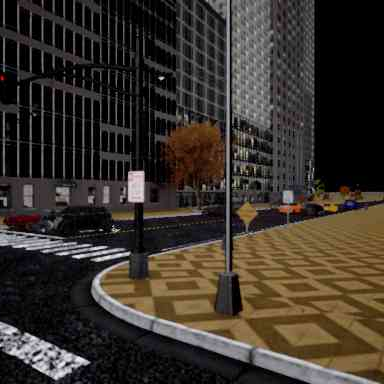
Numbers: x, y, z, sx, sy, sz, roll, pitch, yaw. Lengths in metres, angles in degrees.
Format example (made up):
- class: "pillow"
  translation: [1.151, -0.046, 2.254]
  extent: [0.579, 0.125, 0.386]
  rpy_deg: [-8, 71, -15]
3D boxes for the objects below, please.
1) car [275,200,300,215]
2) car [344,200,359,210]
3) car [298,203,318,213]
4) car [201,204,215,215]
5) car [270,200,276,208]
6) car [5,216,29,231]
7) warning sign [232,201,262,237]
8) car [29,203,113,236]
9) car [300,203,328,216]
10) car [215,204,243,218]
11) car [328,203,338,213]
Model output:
- class: "car"
  translation: [13.738, 2.193, 46.277]
  extent: [2.097, 1.767, 4.553]
  rpy_deg: [0, -1, 33]
- class: "car"
  translation: [31.475, 2.528, 65.773]
  extent: [2.150, 2.045, 5.566]
  rpy_deg: [0, -1, 33]
- class: "car"
  translation: [19.142, 2.566, 54.746]
  extent: [2.033, 1.411, 5.357]
  rpy_deg: [0, -1, 33]
- class: "car"
  translation: [3.218, 2.214, 42.219]
  extent: [2.033, 1.411, 5.357]
  rpy_deg: [0, -1, 33]
- class: "car"
  translation: [13.703, 2.039, 52.307]
  extent: [1.837, 1.490, 4.892]
  rpy_deg: [0, -1, 33]
- class: "car"
  translation: [-9.740, 1.842, 22.247]
  extent: [1.895, 1.301, 4.718]
  rpy_deg: [0, -1, 35]
- class: "warning sign"
  translation: [3.095, 1.449, 18.576]
  extent: [1.300, 1.860, 1.060]
  rpy_deg: [1, 1, 33]
- class: "car"
  translation: [-7.032, 1.597, 20.341]
  extent: [2.097, 1.767, 4.553]
  rpy_deg: [0, -1, 33]
- class: "car"
  translation: [16.275, 2.345, 44.221]
  extent: [1.837, 1.490, 4.892]
  rpy_deg: [0, -1, 33]
- class: "car"
  translation: [5.155, 2.194, 39.231]
  extent: [2.033, 1.411, 5.357]
  rpy_deg: [0, -1, 33]
- class: "car"
  translation: [21.875, 2.502, 52.986]
  extent: [1.882, 1.535, 5.008]
  rpy_deg: [0, -1, 33]
